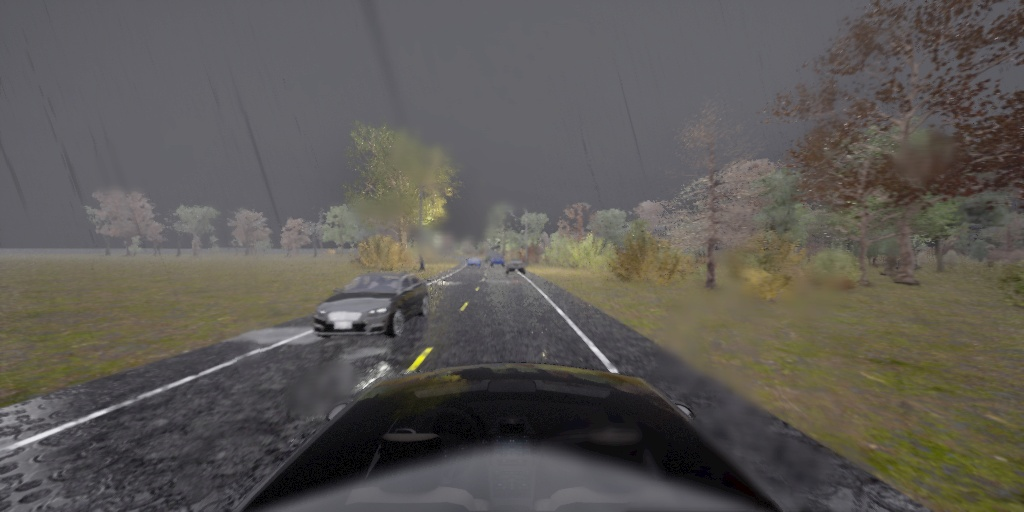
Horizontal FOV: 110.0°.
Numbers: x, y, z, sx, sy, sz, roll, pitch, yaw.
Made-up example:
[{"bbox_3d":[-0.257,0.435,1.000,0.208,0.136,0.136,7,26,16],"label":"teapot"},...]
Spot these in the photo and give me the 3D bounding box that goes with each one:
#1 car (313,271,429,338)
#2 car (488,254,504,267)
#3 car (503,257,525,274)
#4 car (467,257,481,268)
[{"bbox_3d":[-3.658,1.215,10.151,2.128,1.511,4.902,0,0,-1],"label":"car"},{"bbox_3d":[-2.301,0.661,56.878,2.150,2.045,5.566,0,0,-5],"label":"car"},{"bbox_3d":[0.316,1.074,36.812,1.837,1.490,4.892,0,0,-3],"label":"car"},{"bbox_3d":[-5.543,0.961,52.843,1.882,1.535,5.008,0,1,-4],"label":"car"}]
